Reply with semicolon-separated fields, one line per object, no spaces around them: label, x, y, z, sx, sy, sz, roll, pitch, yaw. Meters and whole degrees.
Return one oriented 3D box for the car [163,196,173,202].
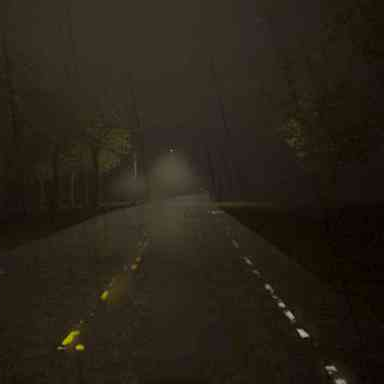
car;-5.538;1.579;75.449;1.812;1.442;4.674;0;0;1
